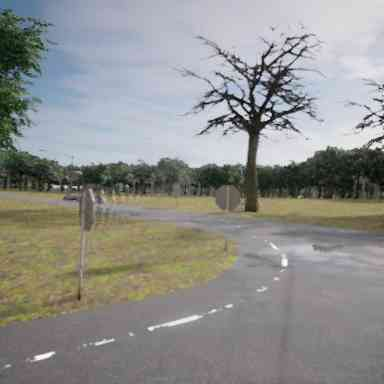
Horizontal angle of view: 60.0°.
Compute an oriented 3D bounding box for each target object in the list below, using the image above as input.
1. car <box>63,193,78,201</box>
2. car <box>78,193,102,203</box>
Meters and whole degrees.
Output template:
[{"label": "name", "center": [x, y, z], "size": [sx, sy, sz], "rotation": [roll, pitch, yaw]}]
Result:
[{"label": "car", "center": [-20.986, 0.902, 58.119], "size": [2.033, 1.411, 5.357], "rotation": [3, -2, -36]}, {"label": "car", "center": [-15.039, 0.928, 49.920], "size": [1.812, 1.442, 4.674], "rotation": [3, -1, -35]}]
